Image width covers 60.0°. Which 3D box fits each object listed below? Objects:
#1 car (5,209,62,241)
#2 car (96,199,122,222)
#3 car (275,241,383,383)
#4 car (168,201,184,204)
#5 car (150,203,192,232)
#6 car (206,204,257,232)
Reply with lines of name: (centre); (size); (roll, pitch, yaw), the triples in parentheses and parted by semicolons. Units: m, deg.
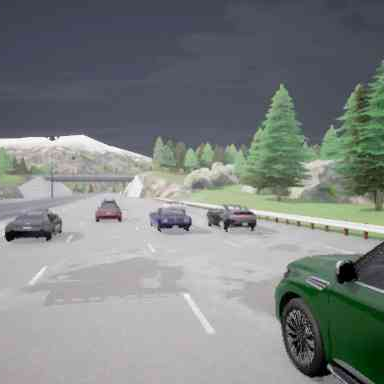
car: (-7.798, 1.561, 16.731); (1.994, 1.385, 4.181); (0, 0, -14)
car: (-6.696, 1.559, 26.807); (1.994, 1.385, 4.181); (0, 0, -13)
car: (2.709, 1.221, 2.621); (2.150, 2.045, 5.566); (0, 0, -12)
car: (-1.896, 1.595, 36.506); (1.895, 1.301, 4.718); (0, 0, -14)
car: (-1.439, 1.597, 20.209); (1.895, 1.301, 4.718); (0, 0, -14)
car: (2.219, 1.488, 19.974); (2.128, 1.511, 4.902); (0, 0, -14)
